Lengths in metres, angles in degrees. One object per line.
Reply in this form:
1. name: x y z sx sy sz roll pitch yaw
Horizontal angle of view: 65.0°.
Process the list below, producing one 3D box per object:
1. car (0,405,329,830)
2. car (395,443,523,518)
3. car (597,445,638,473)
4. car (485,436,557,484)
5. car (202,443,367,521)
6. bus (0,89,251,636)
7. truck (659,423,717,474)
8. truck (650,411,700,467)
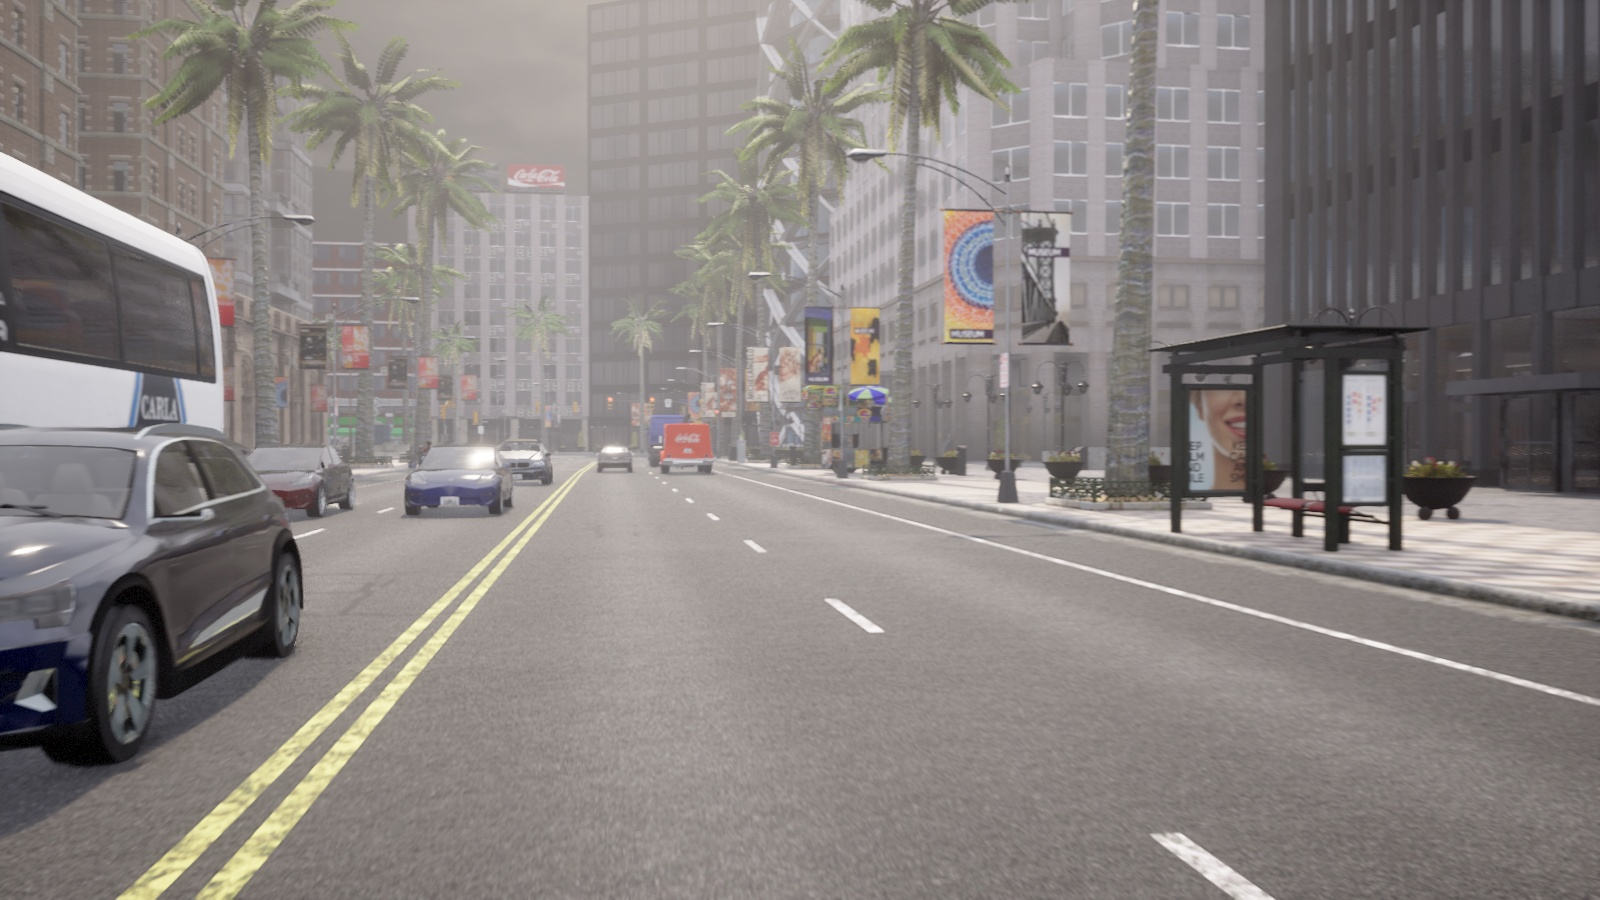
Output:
1. car: -4.287 0.637 7.144 2.033 1.649 4.856 0 0 -8
2. car: -7.367 0.591 27.583 2.163 1.488 4.792 0 0 -9
3. car: -9.581 0.423 65.896 2.033 1.411 5.357 0 0 -8
4. car: -10.140 0.333 45.929 2.242 1.667 4.611 0 0 -9
5. car: -10.763 0.597 26.634 2.163 1.488 4.792 0 0 -9
6. bus: -8.428 -0.692 11.177 3.944 4.253 10.273 0 0 -9
7. truck: -5.695 -0.098 63.449 2.627 2.467 5.204 0 0 -8
8. truck: -8.157 -0.692 81.142 2.891 3.462 7.936 0 0 -8
